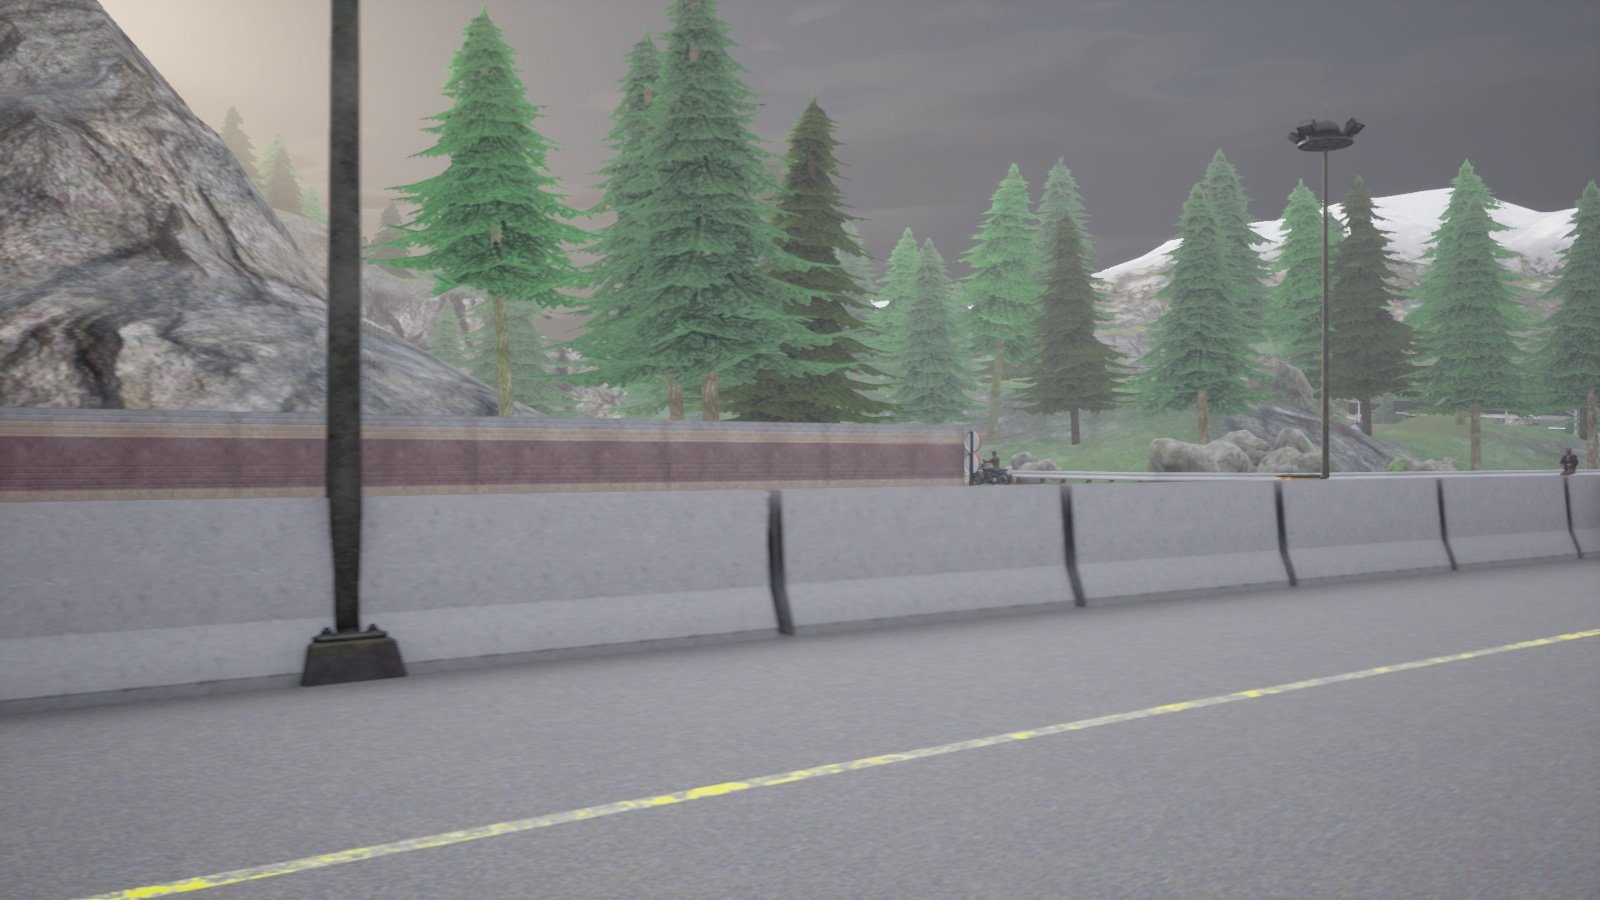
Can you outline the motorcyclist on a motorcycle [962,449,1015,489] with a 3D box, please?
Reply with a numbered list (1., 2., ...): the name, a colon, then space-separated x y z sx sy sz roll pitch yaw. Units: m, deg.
1. motorcyclist on a motorcycle: 8.055 0.810 53.724 0.766 1.649 2.350 0 0 -36
